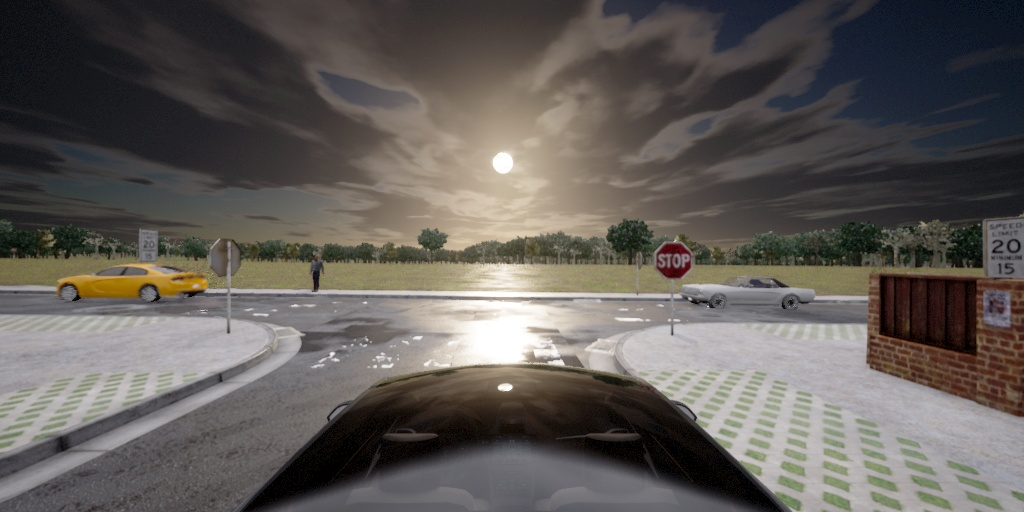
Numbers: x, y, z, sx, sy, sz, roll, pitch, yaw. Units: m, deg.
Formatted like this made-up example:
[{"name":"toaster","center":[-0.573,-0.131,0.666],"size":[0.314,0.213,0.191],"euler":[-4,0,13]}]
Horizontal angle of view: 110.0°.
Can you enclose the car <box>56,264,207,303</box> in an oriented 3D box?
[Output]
[{"name":"car","center":[-15.705,1.067,14.953],"size":[5.008,1.535,1.882],"euler":[1,0,-2]}]

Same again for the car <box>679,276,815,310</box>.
[{"name":"car","center":[9.678,1.511,15.069],"size":[4.718,1.301,1.895],"euler":[1,0,-1]}]

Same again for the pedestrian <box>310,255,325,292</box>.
[{"name":"pedestrian","center":[-9.737,0.831,17.820],"size":[0.375,1.860,0.375],"euler":[0,-1,0]}]
